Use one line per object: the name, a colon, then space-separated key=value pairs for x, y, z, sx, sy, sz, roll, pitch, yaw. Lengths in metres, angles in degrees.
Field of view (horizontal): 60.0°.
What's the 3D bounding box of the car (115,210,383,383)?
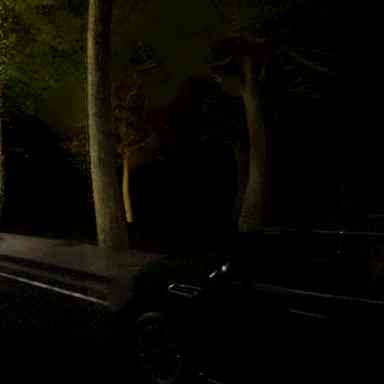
car: x=1.637 y=1.229 z=3.592 sx=5.566 sy=2.045 sz=2.150 roll=0 pitch=0 yaw=35
